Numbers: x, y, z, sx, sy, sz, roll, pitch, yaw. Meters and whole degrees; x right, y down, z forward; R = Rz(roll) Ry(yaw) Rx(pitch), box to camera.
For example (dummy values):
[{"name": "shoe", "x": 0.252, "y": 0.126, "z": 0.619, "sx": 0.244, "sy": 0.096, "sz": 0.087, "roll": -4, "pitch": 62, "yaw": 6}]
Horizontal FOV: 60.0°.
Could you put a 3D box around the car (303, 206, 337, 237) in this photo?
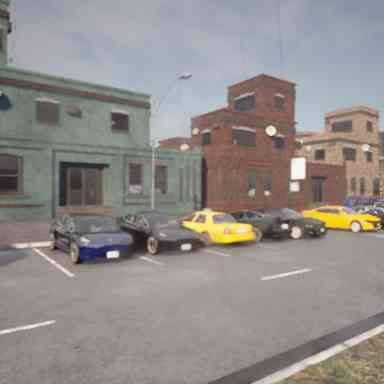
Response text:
[{"name": "car", "x": 5.105, "y": 1.638, "z": 18.722, "sx": 2.097, "sy": 1.535, "sz": 5.008, "roll": 1, "pitch": 0, "yaw": -35}]

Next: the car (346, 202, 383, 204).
[{"name": "car", "x": 12.001, "y": 1.731, "z": 23.613, "sx": 2.231, "sy": 1.521, "sz": 4.892, "roll": 1, "pitch": 0, "yaw": -35}]

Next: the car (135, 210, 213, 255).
[{"name": "car", "x": -1.578, "y": 1.577, "z": 13.948, "sx": 2.163, "sy": 1.488, "sz": 4.792, "roll": 1, "pitch": 0, "yaw": -35}]

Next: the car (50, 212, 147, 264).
[{"name": "car", "x": -3.845, "y": 1.547, "z": 12.343, "sx": 2.163, "sy": 1.488, "sz": 4.792, "roll": 1, "pitch": 0, "yaw": -35}]

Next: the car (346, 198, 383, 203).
[{"name": "car", "x": 14.279, "y": 1.509, "z": 25.209, "sx": 2.435, "sy": 2.045, "sz": 5.566, "roll": 1, "pitch": 0, "yaw": -35}]

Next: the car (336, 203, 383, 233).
[{"name": "car", "x": 9.731, "y": 1.700, "z": 22.009, "sx": 2.097, "sy": 1.535, "sz": 5.008, "roll": 1, "pitch": 0, "yaw": -35}]

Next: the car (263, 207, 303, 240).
[{"name": "car", "x": 2.924, "y": 1.638, "z": 17.206, "sx": 2.163, "sy": 1.488, "sz": 4.792, "roll": 1, "pitch": 0, "yaw": -35}]

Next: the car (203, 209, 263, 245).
[{"name": "car", "x": 0.566, "y": 1.575, "z": 15.729, "sx": 1.946, "sy": 1.575, "sz": 5.366, "roll": 1, "pitch": 0, "yaw": -35}]
